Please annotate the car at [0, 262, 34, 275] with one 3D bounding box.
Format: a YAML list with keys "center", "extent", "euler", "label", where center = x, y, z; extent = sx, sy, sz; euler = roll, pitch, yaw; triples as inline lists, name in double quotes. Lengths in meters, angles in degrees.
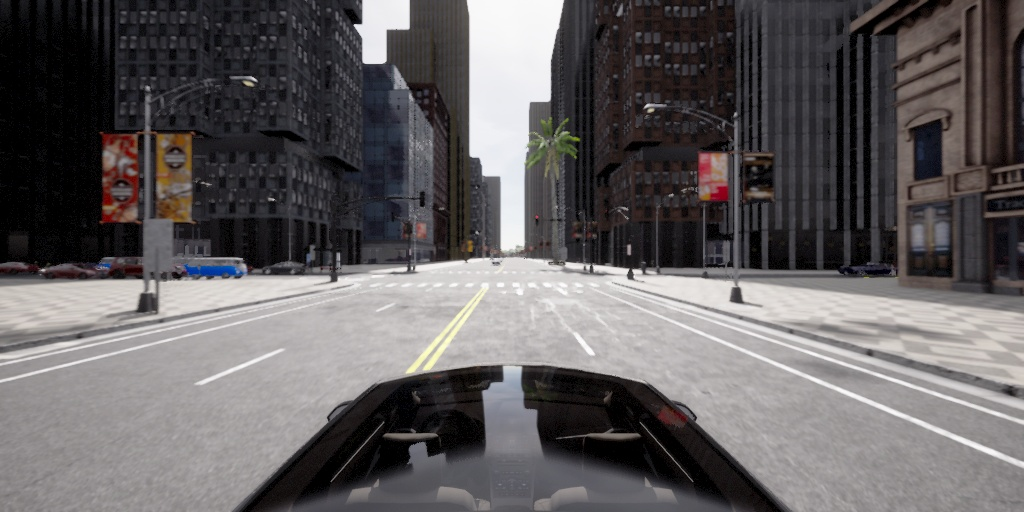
- center: [-51.969, 1.281, 37.334]
  extent: [4.207, 1.307, 1.802]
  euler: [0, 0, 0]
  label: "car"

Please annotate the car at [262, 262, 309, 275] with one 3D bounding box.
- center: [-23.583, 1.261, 37.352]
  extent: [4.403, 1.370, 2.007]
  euler: [0, 0, 0]
  label: "car"

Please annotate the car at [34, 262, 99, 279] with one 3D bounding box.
- center: [-34.931, 1.269, 28.820]
  extent: [4.207, 1.307, 1.802]
  euler: [0, 0, 0]
  label: "car"

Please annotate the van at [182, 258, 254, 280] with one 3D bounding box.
- center: [-23.576, 1.035, 28.827]
  extent: [3.998, 1.789, 1.690]
  euler: [0, 0, 0]
  label: "van"

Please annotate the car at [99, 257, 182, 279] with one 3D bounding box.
- center: [-29.253, 1.005, 28.824]
  extent: [5.009, 1.841, 2.192]
  euler: [0, 0, 0]
  label: "car"

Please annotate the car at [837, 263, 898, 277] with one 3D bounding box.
- center: [34.441, 1.361, 34.571]
  extent: [4.718, 1.301, 1.895]
  euler: [0, 0, 0]
  label: "car"
